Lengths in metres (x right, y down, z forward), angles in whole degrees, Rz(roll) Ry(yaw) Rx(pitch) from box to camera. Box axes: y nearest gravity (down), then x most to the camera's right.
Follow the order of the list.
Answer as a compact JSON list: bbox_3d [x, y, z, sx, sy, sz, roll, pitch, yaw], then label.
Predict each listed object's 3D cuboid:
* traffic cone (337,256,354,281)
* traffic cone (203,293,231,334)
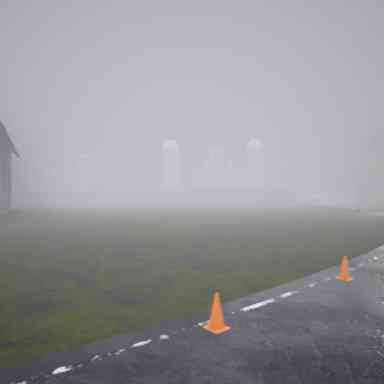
[{"bbox_3d":[4.027,1.983,8.744,0.340,0.580,0.340,0,0,-44],"label":"traffic cone"},{"bbox_3d":[0.420,1.979,5.550,0.340,0.580,0.340,0,0,-39],"label":"traffic cone"}]
